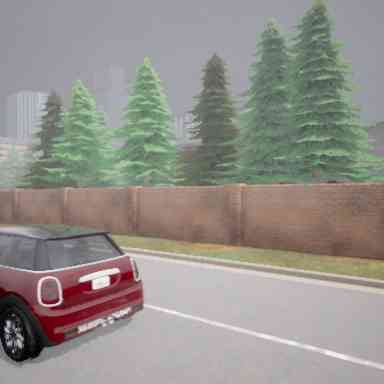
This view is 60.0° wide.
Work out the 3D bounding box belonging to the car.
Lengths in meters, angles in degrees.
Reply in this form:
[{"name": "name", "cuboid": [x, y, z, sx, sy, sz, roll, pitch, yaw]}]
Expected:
[{"name": "car", "cuboid": [-3.086, 1.388, 6.186, 4.553, 1.767, 2.097, 0, 0, 35]}]
